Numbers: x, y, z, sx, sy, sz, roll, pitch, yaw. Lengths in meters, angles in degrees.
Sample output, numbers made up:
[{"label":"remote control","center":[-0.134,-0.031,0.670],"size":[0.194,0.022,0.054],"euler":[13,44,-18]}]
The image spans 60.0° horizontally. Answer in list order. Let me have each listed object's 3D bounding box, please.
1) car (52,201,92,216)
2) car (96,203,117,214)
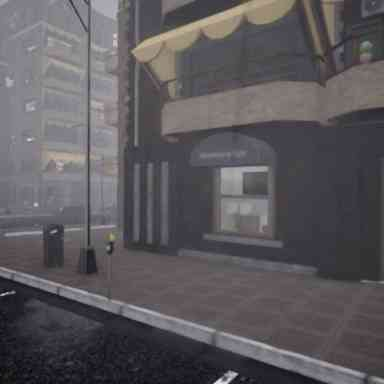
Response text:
[{"label":"car","center":[-12.856,1.731,35.570],"size":[1.967,1.590,4.097],"euler":[-1,-1,36]},{"label":"car","center":[-9.549,1.972,40.178],"size":[1.802,1.307,4.206],"euler":[-1,-1,36]}]
